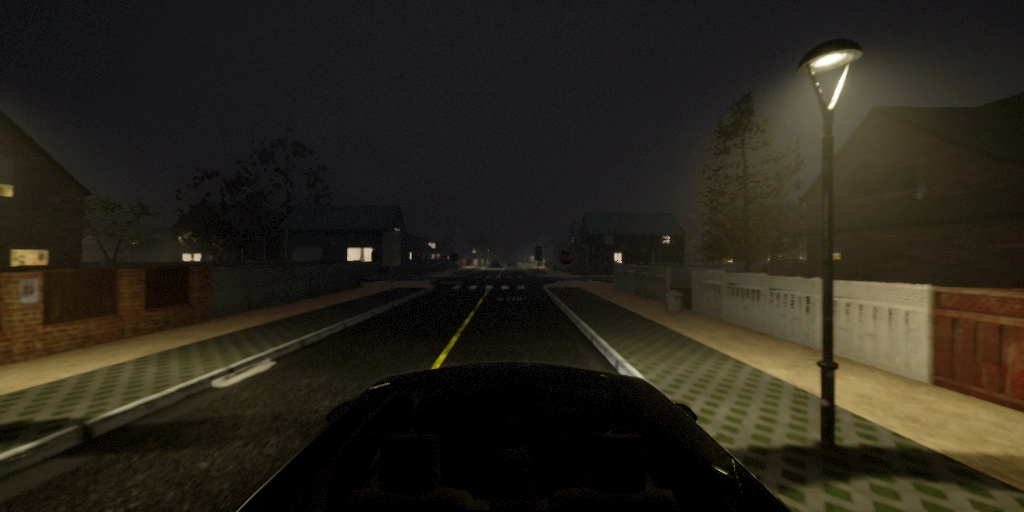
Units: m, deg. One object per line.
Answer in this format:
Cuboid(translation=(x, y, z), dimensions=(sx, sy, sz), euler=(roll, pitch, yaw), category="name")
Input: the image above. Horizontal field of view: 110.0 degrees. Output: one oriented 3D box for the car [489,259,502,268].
Cuboid(translation=(-2.787, 1.237, 62.568), dimensions=(2.097, 1.767, 4.553), euler=(0, 0, 1), category="car")
